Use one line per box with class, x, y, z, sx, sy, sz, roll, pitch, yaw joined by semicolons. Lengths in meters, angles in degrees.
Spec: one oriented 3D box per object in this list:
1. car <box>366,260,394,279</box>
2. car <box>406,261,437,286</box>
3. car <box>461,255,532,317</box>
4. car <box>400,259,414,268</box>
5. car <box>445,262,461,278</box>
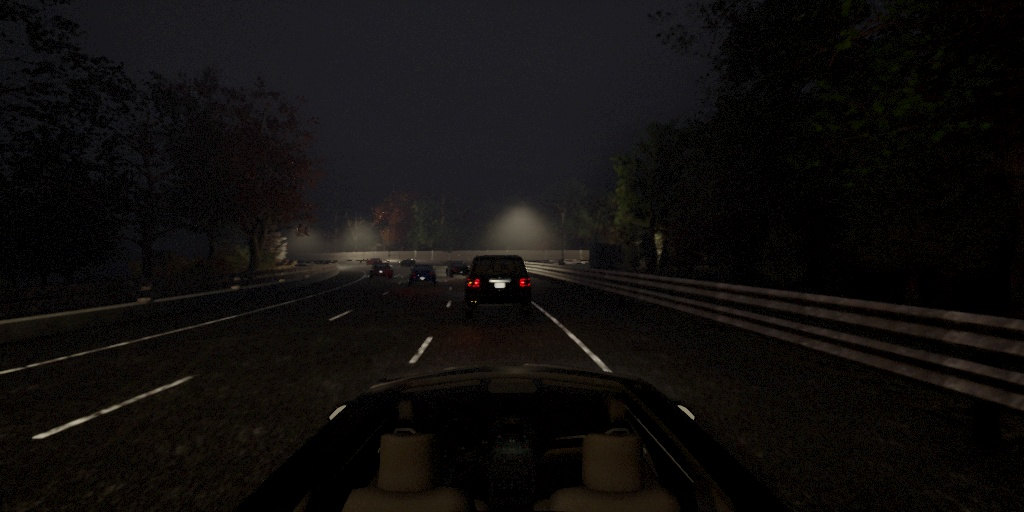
car;-12.176;1.356;33.539;1.994;1.385;4.181;0;0;-18
car;-6.410;1.297;25.888;1.812;1.442;4.674;0;0;-13
car;-0.652;0.973;13.338;2.150;2.045;5.566;0;0;-6
car;-18.171;1.317;62.462;1.837;1.490;4.892;0;0;-32
car;-5.290;1.292;34.720;1.812;1.442;4.674;0;0;-17
